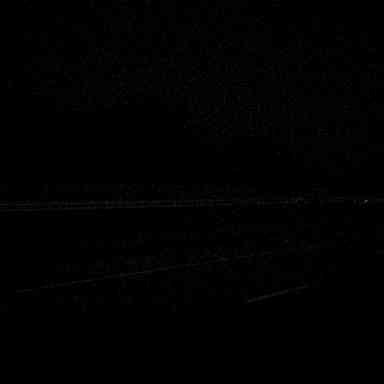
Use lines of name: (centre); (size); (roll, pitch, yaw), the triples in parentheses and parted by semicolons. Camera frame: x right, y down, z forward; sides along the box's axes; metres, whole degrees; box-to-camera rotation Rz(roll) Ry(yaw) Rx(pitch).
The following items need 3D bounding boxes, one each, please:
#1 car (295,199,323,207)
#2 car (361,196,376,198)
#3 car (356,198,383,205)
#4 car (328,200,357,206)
car: (15.967, 1.614, 45.432); (4.181, 1.385, 1.994); (0, 0, -35)
car: (28.571, 1.430, 54.353); (4.553, 1.767, 2.097); (0, 0, -35)
car: (19.924, 1.648, 35.383); (4.718, 1.301, 1.895); (0, 0, -35)
car: (19.995, 1.654, 43.984); (4.718, 1.301, 1.895); (0, 0, -35)
